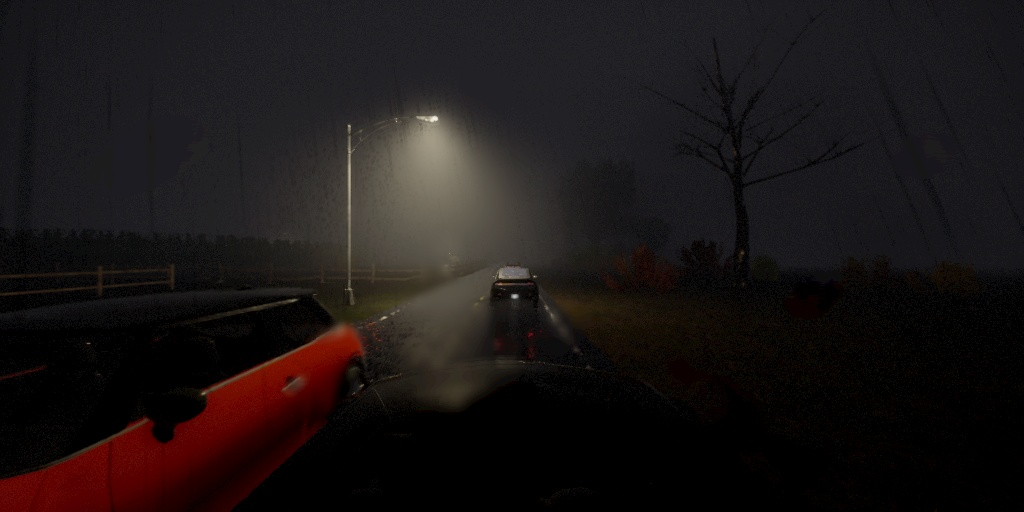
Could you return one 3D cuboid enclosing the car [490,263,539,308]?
[{"bbox_3d":[0.101,1.241,15.307,2.128,1.511,4.902,0,0,0],"label":"car"}]

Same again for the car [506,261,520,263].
[{"bbox_3d":[0.102,1.255,35.239,2.128,1.511,4.902,0,0,0],"label":"car"}]

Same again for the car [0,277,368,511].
[{"bbox_3d":[-2.750,1.102,2.334,2.097,1.767,4.553,0,0,0],"label":"car"}]
